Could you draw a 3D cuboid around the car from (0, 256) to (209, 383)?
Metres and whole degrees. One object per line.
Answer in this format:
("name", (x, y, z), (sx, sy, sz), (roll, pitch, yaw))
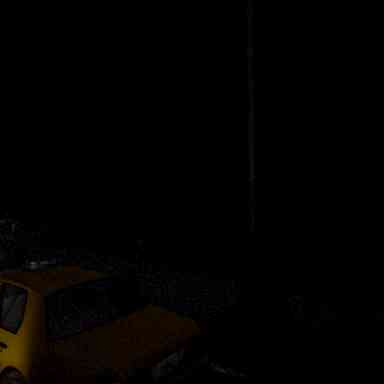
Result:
("car", (-2.097, 1.524, 4.351), (4.829, 1.417, 1.752), (0, -1, 35))

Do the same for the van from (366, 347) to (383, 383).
("van", (2.662, 1.341, 0.960), (3.998, 1.788, 1.690), (0, -1, 35))

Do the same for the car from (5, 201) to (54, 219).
("car", (-14.584, 1.664, 30.766), (1.837, 1.490, 4.892), (-1, -1, 36))
